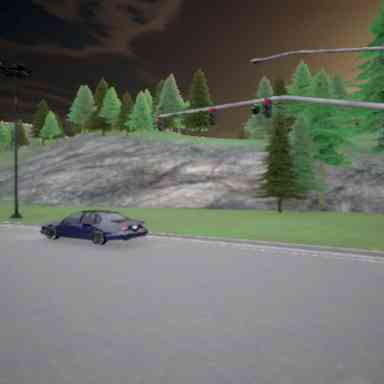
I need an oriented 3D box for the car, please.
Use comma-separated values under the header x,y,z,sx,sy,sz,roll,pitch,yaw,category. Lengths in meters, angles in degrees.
x,y,z,sx,sy,sz,roll,pitch,yaw,category
-4.543,1.511,15.120,5.357,1.411,2.033,0,0,31,car
